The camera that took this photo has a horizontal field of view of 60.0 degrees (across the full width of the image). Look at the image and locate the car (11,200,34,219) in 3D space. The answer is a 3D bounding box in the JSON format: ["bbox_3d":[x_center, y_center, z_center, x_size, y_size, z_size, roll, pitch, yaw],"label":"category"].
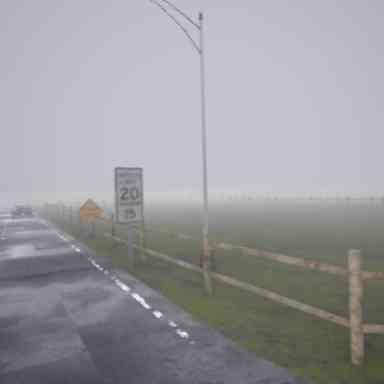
[{"bbox_3d":[-17.914,1.950,35.242,1.837,1.490,4.892,-2,0,-28],"label":"car"}]

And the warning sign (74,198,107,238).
[{"bbox_3d":[-5.051,1.235,16.519,1.300,1.860,1.060,-2,0,-28],"label":"warning sign"}]

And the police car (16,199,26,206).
[{"bbox_3d":[-39.748,2.394,77.446,1.930,1.638,5.238,-2,0,-28],"label":"police car"}]
